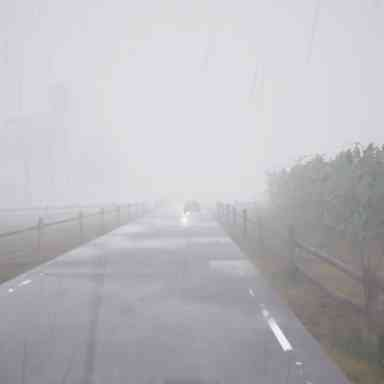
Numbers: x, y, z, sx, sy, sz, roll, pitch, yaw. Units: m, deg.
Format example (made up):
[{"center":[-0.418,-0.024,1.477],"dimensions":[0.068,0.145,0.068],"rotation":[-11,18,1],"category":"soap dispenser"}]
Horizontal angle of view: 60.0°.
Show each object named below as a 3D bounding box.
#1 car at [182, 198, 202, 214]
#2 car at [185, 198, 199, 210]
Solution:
[{"center":[-0.001,1.596,36.168],"dimensions":[2.128,1.511,4.902],"rotation":[0,0,0],"category":"car"},{"center":[0.015,1.688,48.258],"dimensions":[1.837,1.490,4.892],"rotation":[0,0,0],"category":"car"}]
